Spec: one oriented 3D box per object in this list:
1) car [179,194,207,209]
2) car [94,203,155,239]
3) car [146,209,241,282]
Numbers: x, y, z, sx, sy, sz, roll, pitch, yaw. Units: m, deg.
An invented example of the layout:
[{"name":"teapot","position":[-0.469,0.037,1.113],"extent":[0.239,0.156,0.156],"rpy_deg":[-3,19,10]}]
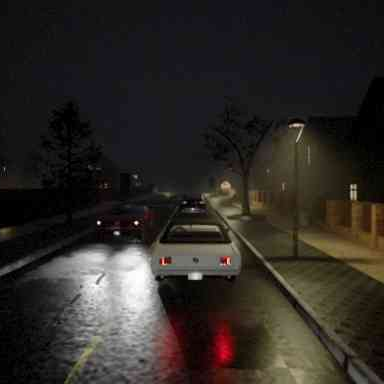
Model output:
[{"name":"car","position":[0.081,0.857,24.047],"extent":[2.128,1.511,4.902],"rpy_deg":[0,1,0]},{"name":"car","position":[-2.841,1.204,14.840],"extent":[1.895,1.301,4.718],"rpy_deg":[0,1,0]},{"name":"car","position":[0.082,1.359,8.939],"extent":[1.895,1.301,4.718],"rpy_deg":[0,2,0]}]
